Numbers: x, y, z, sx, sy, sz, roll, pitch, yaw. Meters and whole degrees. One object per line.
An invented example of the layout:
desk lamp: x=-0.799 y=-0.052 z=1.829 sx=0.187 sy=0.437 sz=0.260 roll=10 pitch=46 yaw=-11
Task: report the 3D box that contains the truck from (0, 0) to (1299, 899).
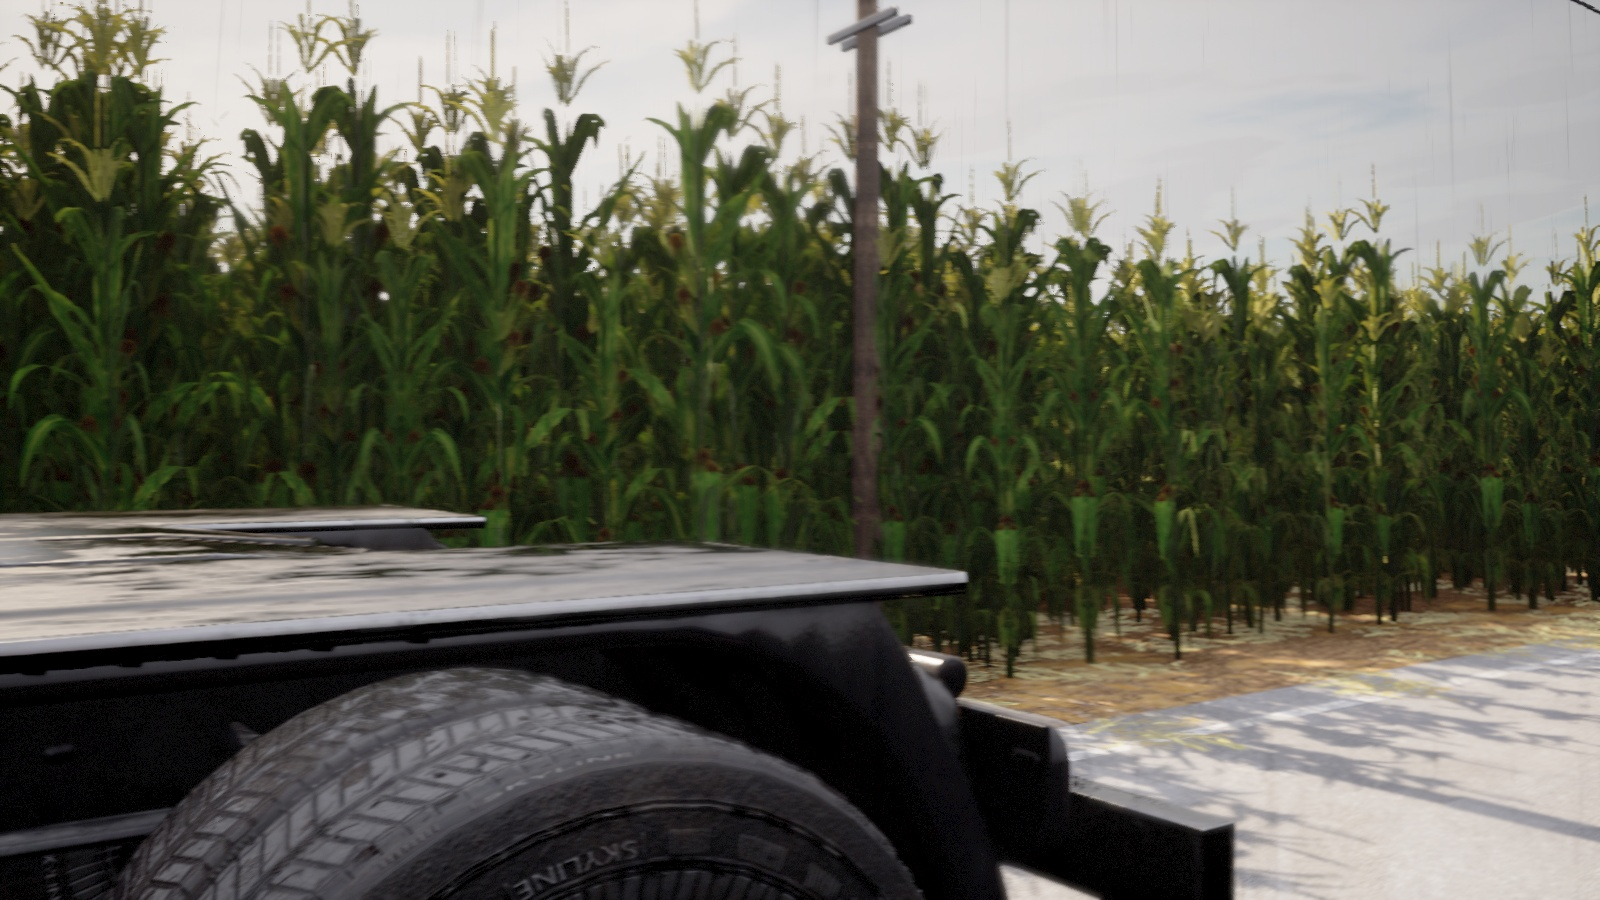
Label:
truck: x=-3.242 y=-0.228 z=1.042 sx=7.936 sy=3.462 sz=2.891 roll=0 pitch=0 yaw=-35
